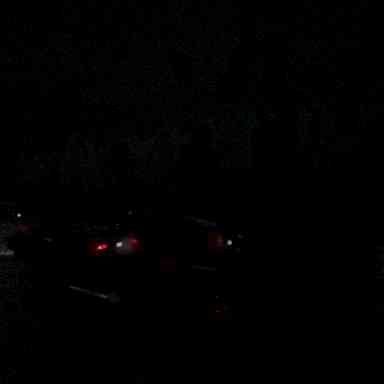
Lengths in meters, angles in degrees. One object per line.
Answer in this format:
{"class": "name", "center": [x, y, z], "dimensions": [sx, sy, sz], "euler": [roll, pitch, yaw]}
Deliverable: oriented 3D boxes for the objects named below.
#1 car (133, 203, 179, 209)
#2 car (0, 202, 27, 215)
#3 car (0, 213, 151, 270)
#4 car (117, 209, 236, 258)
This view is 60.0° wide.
{"class": "car", "center": [-2.476, 1.425, 18.729], "dimensions": [4.553, 1.767, 2.097], "euler": [0, 0, 37]}
{"class": "car", "center": [-16.300, 1.677, 29.076], "dimensions": [4.892, 1.490, 1.837], "euler": [0, 0, 37]}
{"class": "car", "center": [-4.115, 1.603, 11.214], "dimensions": [5.357, 1.411, 2.033], "euler": [0, 0, 37]}
{"class": "car", "center": [-0.543, 1.570, 12.903], "dimensions": [4.674, 1.442, 1.812], "euler": [0, 0, 37]}
